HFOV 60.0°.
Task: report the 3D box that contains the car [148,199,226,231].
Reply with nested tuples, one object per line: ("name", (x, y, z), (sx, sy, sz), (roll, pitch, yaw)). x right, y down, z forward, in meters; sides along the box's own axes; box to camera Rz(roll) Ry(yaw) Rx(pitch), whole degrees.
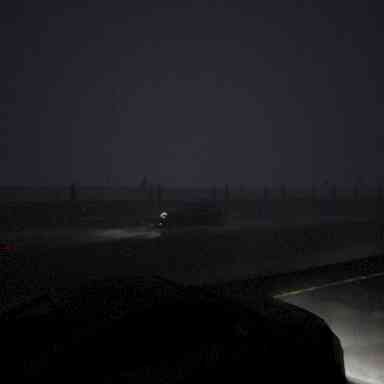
("car", (-0.296, 1.292, 19.904), (4.553, 1.767, 2.097), (0, 0, -28))

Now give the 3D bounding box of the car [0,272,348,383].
("car", (-0.383, 1.553, 3.259), (4.181, 1.385, 1.994), (0, 0, -34))

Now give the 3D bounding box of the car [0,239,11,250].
("car", (-6.549, 1.534, 7.746), (4.181, 1.385, 1.994), (0, 0, -35))
